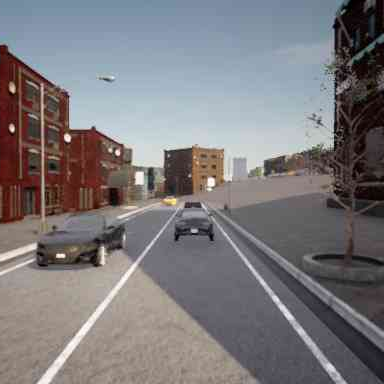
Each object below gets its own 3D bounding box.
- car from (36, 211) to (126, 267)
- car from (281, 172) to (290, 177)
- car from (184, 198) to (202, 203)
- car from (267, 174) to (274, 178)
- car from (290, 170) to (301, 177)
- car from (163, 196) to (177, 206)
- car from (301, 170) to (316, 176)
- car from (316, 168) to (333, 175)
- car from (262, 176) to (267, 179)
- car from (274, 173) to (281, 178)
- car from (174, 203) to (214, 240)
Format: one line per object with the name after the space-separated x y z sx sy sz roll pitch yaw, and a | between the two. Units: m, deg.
-3.596 1.473 11.611 1.882 1.535 5.008 0 0 0 | car
22.469 -3.781 75.024 2.097 1.535 5.008 0 1 -4 | car
0.112 1.464 37.363 1.882 1.535 5.008 0 0 0 | car
21.887 -3.980 86.103 2.231 1.521 4.892 0 1 -1 | car
22.936 -3.805 69.518 2.185 1.767 4.553 0 1 -5 | car
-3.542 1.462 53.951 1.882 1.535 5.008 0 0 1 | car
23.554 -3.545 63.827 2.163 1.488 4.792 0 1 -6 | car
24.255 -3.433 58.353 2.002 1.452 4.674 0 1 -7 | car
21.760 -4.059 91.621 2.231 1.521 4.892 0 1 -1 | car
22.119 -3.844 80.561 2.002 1.452 4.674 0 1 -2 | car
0.092 1.519 16.843 1.812 1.442 4.674 0 0 0 | car
